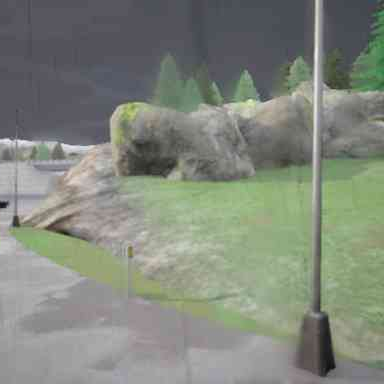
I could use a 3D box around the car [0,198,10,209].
[{"bbox_3d":[-21.220,1.272,35.484,1.895,1.301,4.718,1,0,-9],"label":"car"}]
